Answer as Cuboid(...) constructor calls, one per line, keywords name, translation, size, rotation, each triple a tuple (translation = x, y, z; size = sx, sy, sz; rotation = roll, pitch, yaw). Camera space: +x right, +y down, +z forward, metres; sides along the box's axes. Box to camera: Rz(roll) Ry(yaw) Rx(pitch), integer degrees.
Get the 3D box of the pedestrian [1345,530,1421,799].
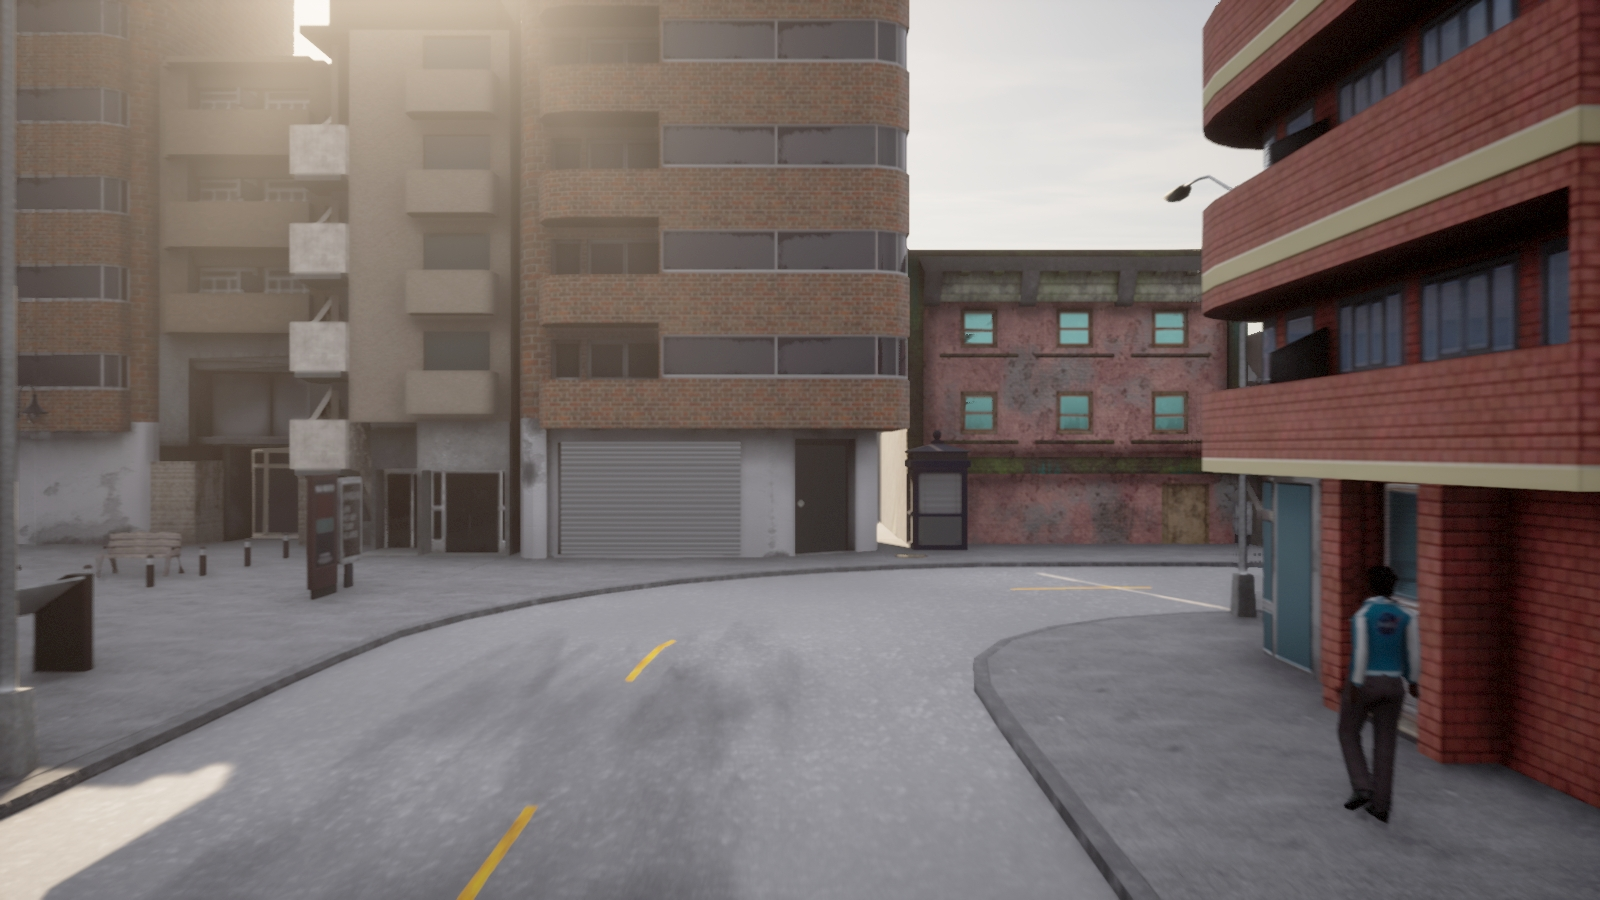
Cuboid(name="pedestrian", translation=(4.193, 1.524, 8.236), size=(0.375, 1.860, 0.375), rotation=(0, 0, 6))
